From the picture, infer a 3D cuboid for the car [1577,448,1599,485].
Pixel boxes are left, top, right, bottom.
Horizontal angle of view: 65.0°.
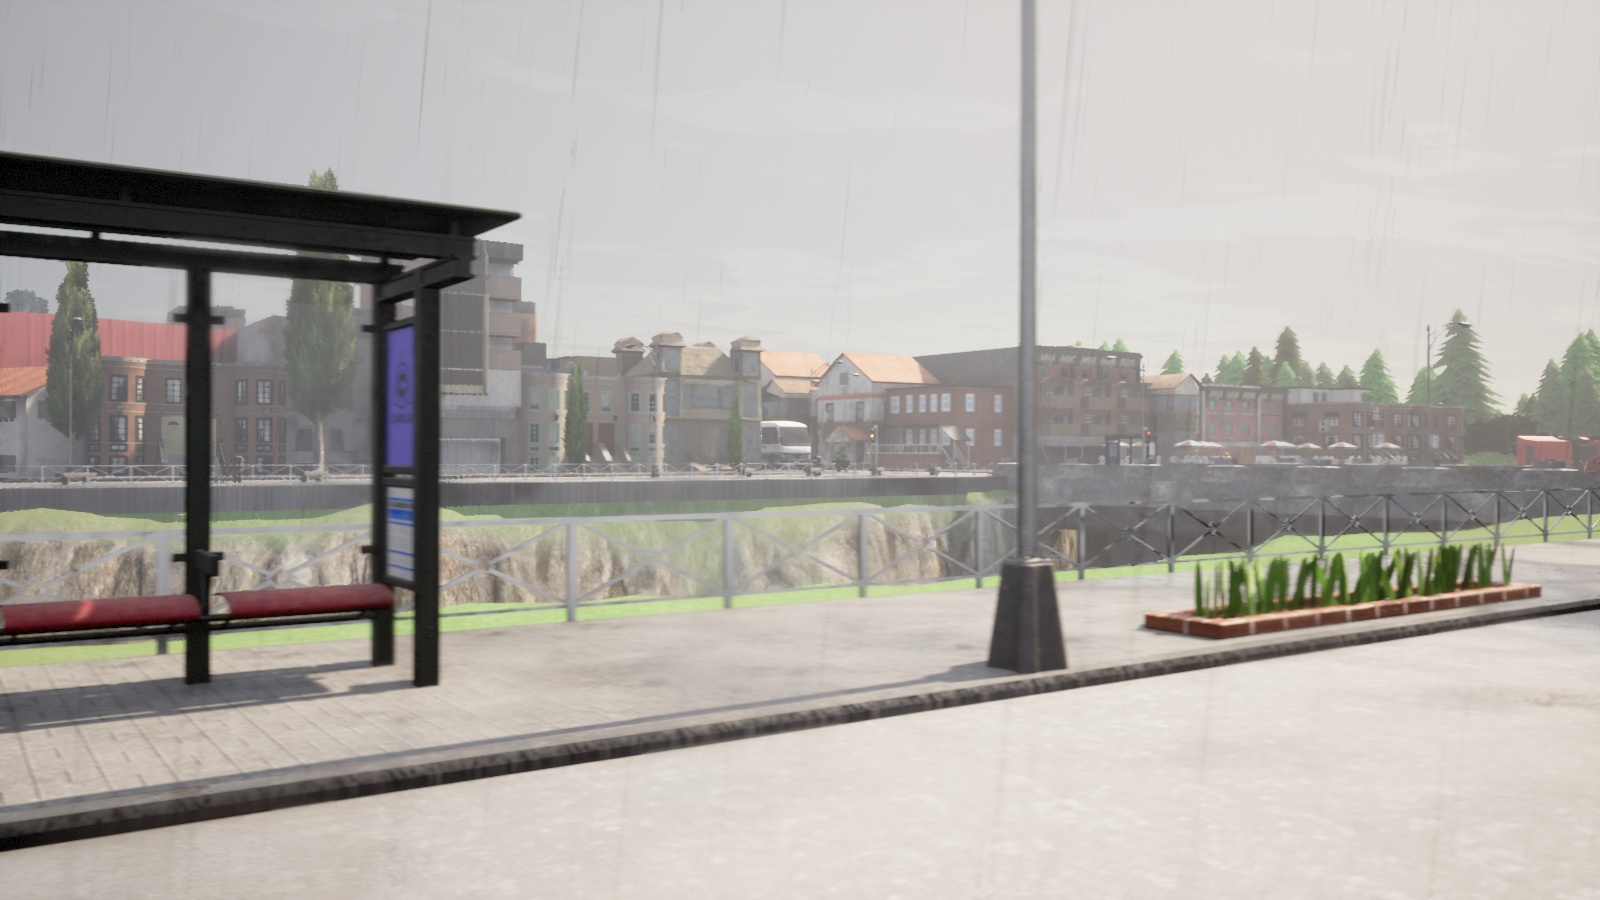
[{"bbox_3d":[35.711,0.699,53.559,1.851,1.617,3.988,0,0,-35],"label":"car"}]
